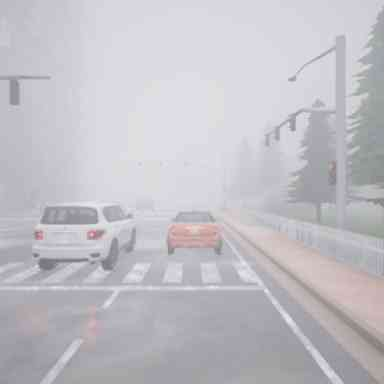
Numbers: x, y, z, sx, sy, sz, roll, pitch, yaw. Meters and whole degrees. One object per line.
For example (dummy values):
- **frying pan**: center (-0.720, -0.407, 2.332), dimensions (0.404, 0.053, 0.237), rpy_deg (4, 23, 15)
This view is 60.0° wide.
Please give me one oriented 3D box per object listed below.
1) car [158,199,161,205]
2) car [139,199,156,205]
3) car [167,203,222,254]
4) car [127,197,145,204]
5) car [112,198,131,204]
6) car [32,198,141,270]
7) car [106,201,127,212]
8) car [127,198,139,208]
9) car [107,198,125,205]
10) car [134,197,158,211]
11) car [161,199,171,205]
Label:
- **car**: center (-7.996, 2.222, 66.037), dimensions (1.812, 1.442, 4.674), rpy_deg (0, -1, -14)
- **car**: center (-10.583, 2.381, 78.606), dimensions (1.994, 1.385, 4.181), rpy_deg (0, -1, -39)
- **car**: center (0.093, 1.507, 14.471), dimensions (2.097, 1.767, 4.553), rpy_deg (0, -1, 0)
- **car**: center (-14.646, 2.187, 87.162), dimensions (4.553, 1.767, 2.097), rpy_deg (0, -1, 32)
- **car**: center (-18.079, 2.370, 85.263), dimensions (5.008, 1.535, 1.882), rpy_deg (0, -1, 32)
- **car**: center (-3.408, 1.346, 11.564), dimensions (2.150, 2.045, 5.566), rpy_deg (0, -1, 0)
- **car**: center (-10.596, 2.058, 46.930), dimensions (1.994, 1.385, 4.181), rpy_deg (0, 0, 0)
- **car**: center (-10.943, 2.006, 61.980), dimensions (2.097, 1.767, 4.553), rpy_deg (0, -1, -7)
- **car**: center (-17.372, 2.132, 75.720), dimensions (1.837, 1.490, 4.892), rpy_deg (1, -1, -43)
- **car**: center (-7.079, 1.761, 51.027), dimensions (2.150, 2.045, 5.566), rpy_deg (0, -1, 1)
- **car**: center (-7.165, 2.382, 79.879), dimensions (2.033, 1.411, 5.357), rpy_deg (0, -1, -39)
